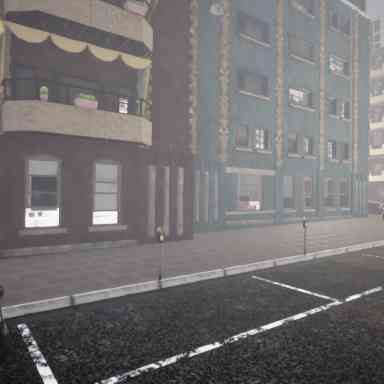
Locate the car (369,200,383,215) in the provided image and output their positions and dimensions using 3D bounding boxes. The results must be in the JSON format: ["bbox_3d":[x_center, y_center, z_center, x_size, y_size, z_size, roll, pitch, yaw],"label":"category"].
[{"bbox_3d":[16.168,1.241,32.669,2.192,1.841,5.009,1,0,-36],"label":"car"}]

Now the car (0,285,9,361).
[{"bbox_3d":[-4.161,1.566,3.121,4.313,1.339,1.947,0,1,-35],"label":"car"}]
